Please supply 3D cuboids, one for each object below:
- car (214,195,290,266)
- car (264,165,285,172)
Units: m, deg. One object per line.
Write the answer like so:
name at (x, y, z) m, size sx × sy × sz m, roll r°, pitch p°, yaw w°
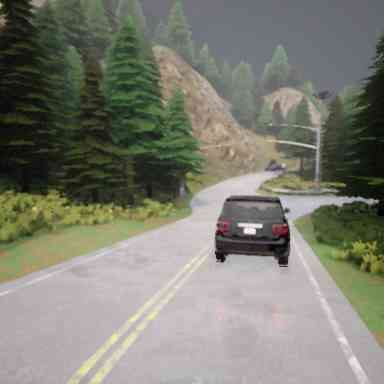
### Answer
car at (2.167, 1.106, 11.492) m, size 2.150 × 2.045 × 5.566 m, roll 1°, pitch 1°, yaw 13°
car at (17.418, -5.034, 69.798) m, size 5.357 × 1.411 × 2.033 m, roll -10°, pitch 10°, yaw -38°
